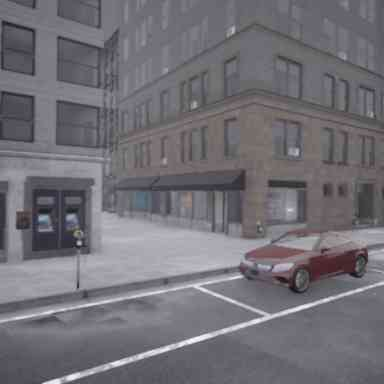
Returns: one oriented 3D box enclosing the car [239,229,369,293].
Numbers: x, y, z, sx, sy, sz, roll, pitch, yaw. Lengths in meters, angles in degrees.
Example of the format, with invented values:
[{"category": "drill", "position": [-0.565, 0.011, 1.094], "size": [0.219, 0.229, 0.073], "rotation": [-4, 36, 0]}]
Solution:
[{"category": "car", "position": [3.185, 1.681, 9.041], "size": [4.206, 1.307, 1.802], "rotation": [1, -1, -36]}]
